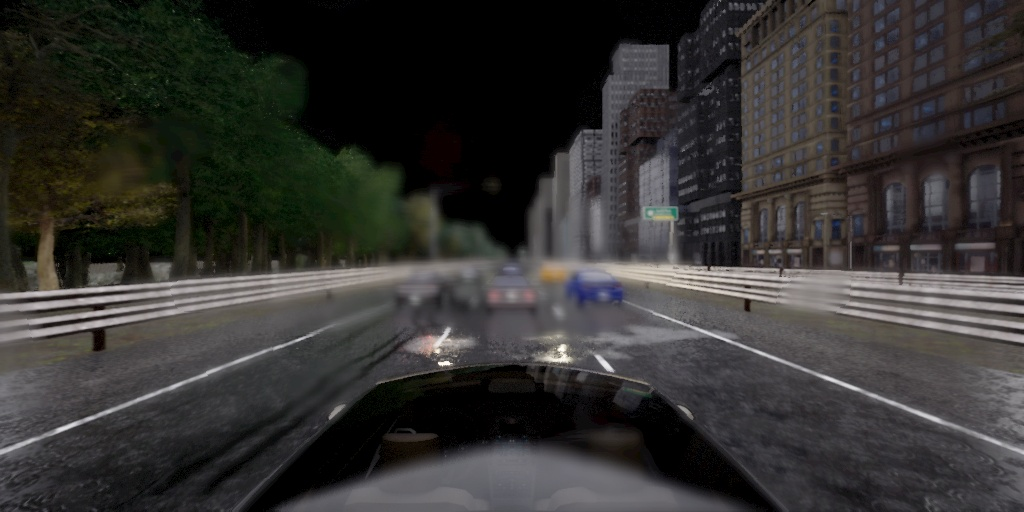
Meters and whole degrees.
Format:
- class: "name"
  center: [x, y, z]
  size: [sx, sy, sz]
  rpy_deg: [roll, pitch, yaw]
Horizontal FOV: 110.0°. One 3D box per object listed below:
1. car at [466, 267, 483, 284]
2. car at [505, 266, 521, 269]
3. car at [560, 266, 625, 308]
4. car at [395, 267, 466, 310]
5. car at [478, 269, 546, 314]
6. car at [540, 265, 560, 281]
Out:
- class: "car"
  center: [-3.464, 1.599, 30.280]
  size: [1.994, 1.385, 4.181]
  rpy_deg: [0, -1, 1]
- class: "car"
  center: [0.042, 1.564, 30.771]
  size: [1.812, 1.442, 4.674]
  rpy_deg: [0, 0, 1]
- class: "car"
  center: [3.538, 1.365, 16.119]
  size: [1.882, 1.535, 5.008]
  rpy_deg: [0, 0, 1]
- class: "car"
  center: [-3.471, 1.373, 15.370]
  size: [2.128, 1.511, 4.902]
  rpy_deg: [0, 0, 0]
- class: "car"
  center: [0.016, 1.418, 14.385]
  size: [2.033, 1.411, 5.357]
  rpy_deg: [0, -1, 0]
- class: "car"
  center: [3.546, 1.520, 31.095]
  size: [1.882, 1.535, 5.008]
  rpy_deg: [0, 0, 1]
